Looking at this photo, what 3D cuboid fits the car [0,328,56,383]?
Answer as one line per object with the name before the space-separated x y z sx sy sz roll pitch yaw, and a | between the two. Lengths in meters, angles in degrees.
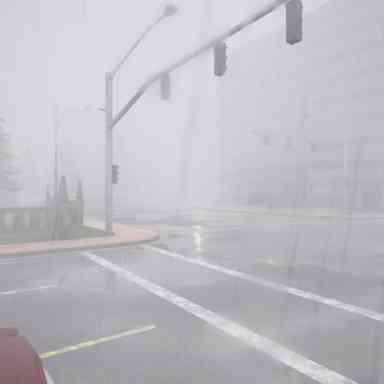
car | -3.118 1.601 1.554 4.718 1.301 1.895 0 0 -35
